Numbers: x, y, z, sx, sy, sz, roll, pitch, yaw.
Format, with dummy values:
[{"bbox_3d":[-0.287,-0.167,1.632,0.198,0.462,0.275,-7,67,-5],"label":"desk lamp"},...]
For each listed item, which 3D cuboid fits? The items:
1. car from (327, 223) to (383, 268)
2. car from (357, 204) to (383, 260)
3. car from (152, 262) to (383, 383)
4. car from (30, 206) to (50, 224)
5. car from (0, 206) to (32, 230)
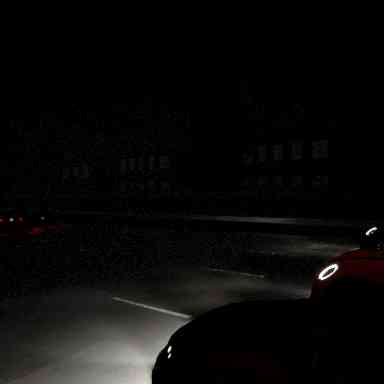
[{"bbox_3d":[4.304,1.346,5.221,4.553,1.767,2.097,-1,0,35],"label":"car"},{"bbox_3d":[8.178,1.347,11.056,4.553,1.767,2.097,-1,0,35],"label":"car"},{"bbox_3d":[1.652,1.566,2.813,4.181,1.385,1.994,-1,0,35],"label":"car"},{"bbox_3d":[-13.035,1.804,26.183,4.674,1.442,1.812,-1,0,35],"label":"car"},{"bbox_3d":[-13.196,1.802,22.000,5.357,1.411,2.033,-1,0,35],"label":"car"}]
